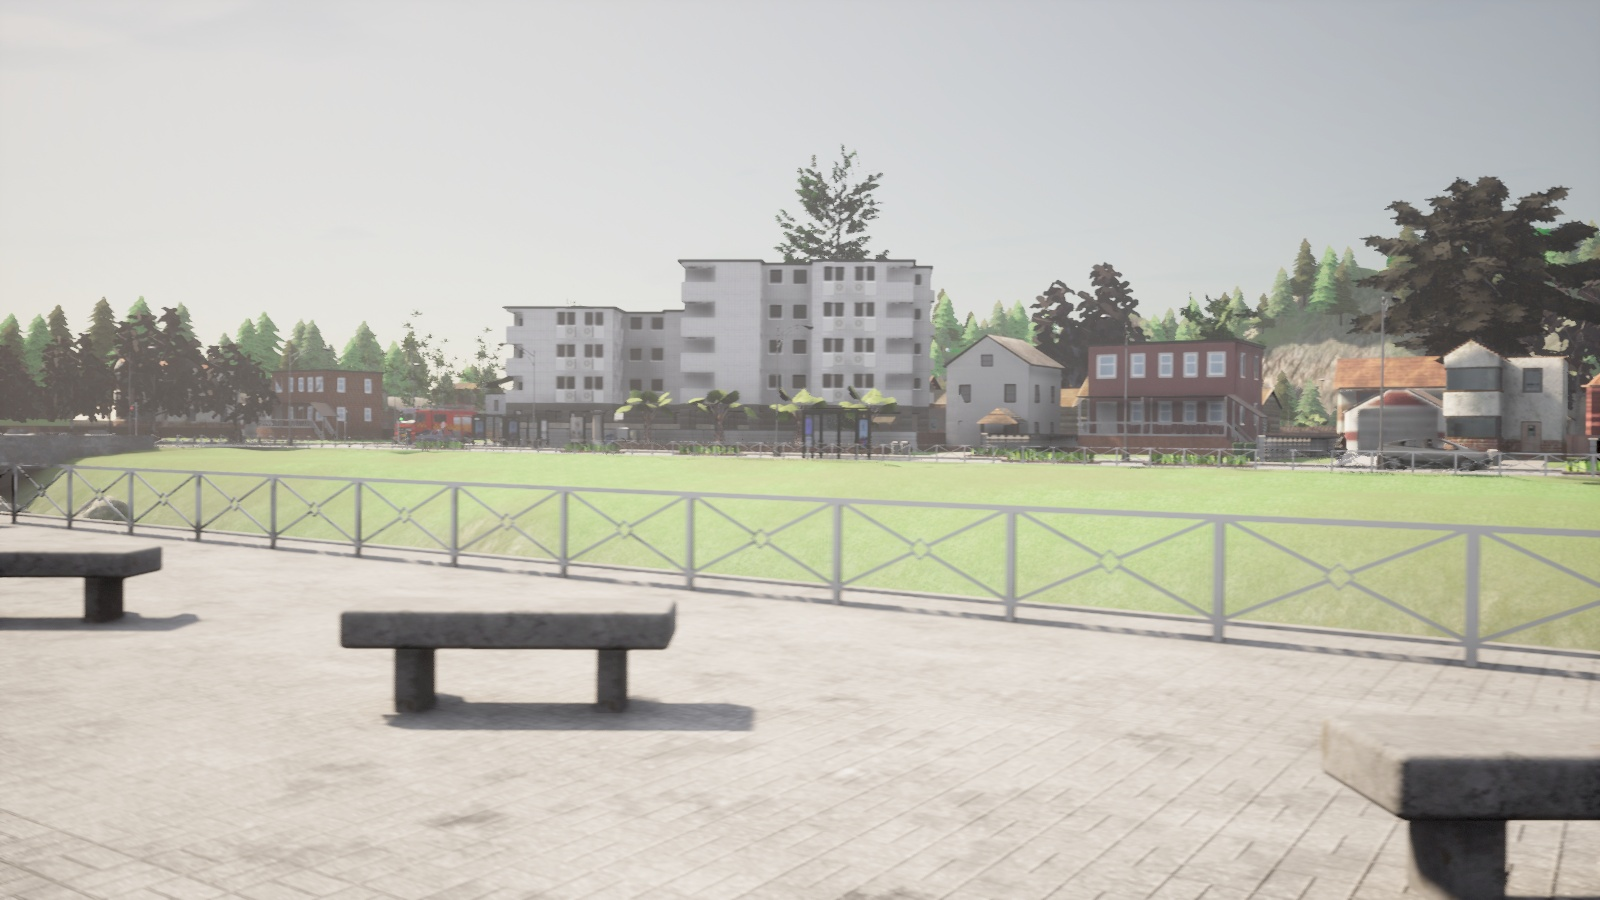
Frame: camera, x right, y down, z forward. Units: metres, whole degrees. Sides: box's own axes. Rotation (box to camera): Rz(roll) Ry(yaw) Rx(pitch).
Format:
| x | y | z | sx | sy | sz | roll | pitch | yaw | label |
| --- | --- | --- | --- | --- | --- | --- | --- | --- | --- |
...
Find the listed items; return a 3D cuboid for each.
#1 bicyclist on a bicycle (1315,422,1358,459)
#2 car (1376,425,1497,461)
| x | y | z | sx | sy | sz | roll | pitch | yaw | label |
| --- | --- | --- | --- | --- | --- | --- | --- | --- | --- |
| 26.057 | -0.466 | 60.973 | 1.843 | 1.776 | 0.659 | 0 | 1 | 34 | bicyclist on a bicycle |
| 27.837 | -0.325 | 54.988 | 4.514 | 1.525 | 2.007 | 0 | 1 | 34 | car |
